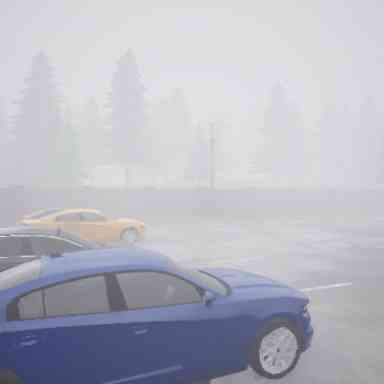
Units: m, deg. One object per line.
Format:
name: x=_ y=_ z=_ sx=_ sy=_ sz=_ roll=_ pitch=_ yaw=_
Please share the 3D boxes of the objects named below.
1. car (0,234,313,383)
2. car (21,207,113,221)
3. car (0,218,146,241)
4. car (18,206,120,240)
car: x=-0.814 y=1.473 z=4.172 sx=5.008 sy=1.535 sz=1.882 roll=0 pitch=0 yaw=-23
car: x=-4.438 y=1.463 z=14.039 sx=5.008 sy=1.535 sz=1.882 roll=0 pitch=0 yaw=-23
car: x=-3.158 y=1.497 z=6.984 sx=4.892 sy=1.490 sz=1.837 roll=0 pitch=0 yaw=-23
car: x=-6.228 y=1.508 z=17.098 sx=4.674 sy=1.442 sz=1.812 roll=0 pitch=0 yaw=-23
